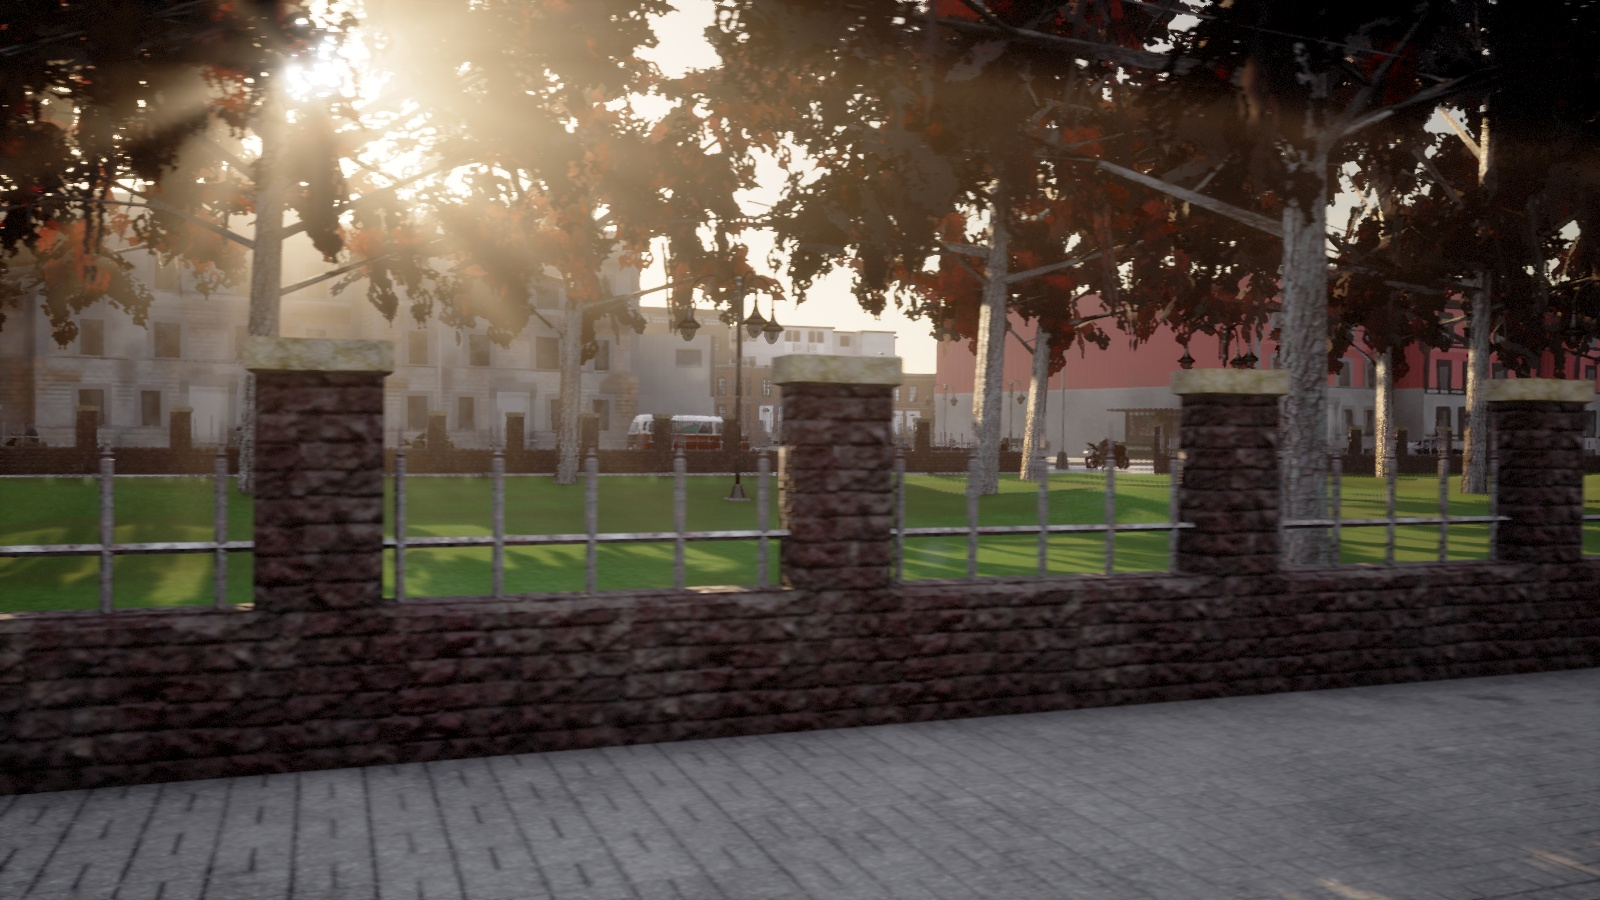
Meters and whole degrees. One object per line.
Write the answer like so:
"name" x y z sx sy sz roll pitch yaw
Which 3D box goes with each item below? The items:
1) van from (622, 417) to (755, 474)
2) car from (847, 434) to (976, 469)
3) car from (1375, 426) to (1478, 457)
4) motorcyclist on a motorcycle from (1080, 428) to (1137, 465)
"van" -4.116 -0.191 46.369 4.480 2.038 2.069 -1 1 -21
"car" 4.403 0.044 49.616 4.718 1.301 1.895 -1 1 -21
"car" 29.502 -0.419 59.156 4.181 1.385 1.994 -1 1 -20
"motorcyclist on a motorcycle" 12.988 -0.168 52.876 2.191 1.530 0.866 -1 1 -21
